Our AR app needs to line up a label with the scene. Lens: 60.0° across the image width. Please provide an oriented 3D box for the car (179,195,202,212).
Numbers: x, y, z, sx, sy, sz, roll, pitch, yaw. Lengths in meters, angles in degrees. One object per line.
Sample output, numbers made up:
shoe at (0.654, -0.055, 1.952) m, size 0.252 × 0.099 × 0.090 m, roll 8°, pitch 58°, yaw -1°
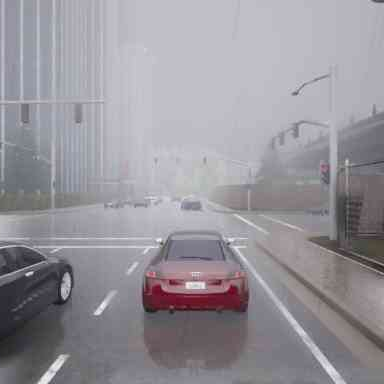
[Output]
car at (-0.044, 1.478, 39.623) m, size 1.882 × 1.535 × 5.008 m, roll -2°, pitch 0°, yaw -8°

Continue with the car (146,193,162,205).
car at (-7.096, 1.221, 58.168) m, size 2.150 × 2.045 × 5.566 m, roll 0°, pitch 0°, yaw 1°

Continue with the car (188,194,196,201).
car at (-0.031, 1.361, 84.694) m, size 1.837 × 1.490 × 4.892 m, roll 0°, pitch 0°, yaw 0°

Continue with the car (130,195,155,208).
car at (-7.106, 1.547, 47.978) m, size 2.033 × 1.411 × 5.357 m, roll 0°, pitch 0°, yaw 0°

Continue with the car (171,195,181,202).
car at (-3.528, 1.495, 74.269) m, size 1.837 × 1.490 × 4.892 m, roll 0°, pitch 0°, yaw 0°

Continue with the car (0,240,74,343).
car at (-3.444, 1.505, 5.222) m, size 1.837 × 1.490 × 4.892 m, roll 0°, pitch 0°, yaw 0°

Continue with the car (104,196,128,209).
car at (-10.609, 1.492, 45.352) m, size 2.128 × 1.511 × 4.902 m, roll 0°, pitch 0°, yaw 0°

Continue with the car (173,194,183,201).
car at (-3.531, 1.386, 84.693) m, size 2.128 × 1.511 × 4.902 m, roll 0°, pitch 0°, yaw 0°

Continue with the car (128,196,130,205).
car at (-10.604, 1.505, 54.596) m, size 1.837 × 1.490 × 4.892 m, roll 0°, pitch 0°, yaw 0°

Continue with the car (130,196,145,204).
car at (-10.556, 1.547, 64.911) m, size 2.033 × 1.411 × 5.357 m, roll 0°, pitch 0°, yaw 1°

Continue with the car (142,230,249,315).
car at (0.069, 1.564, 7.680) m, size 1.994 × 1.385 × 4.181 m, roll 0°, pitch 0°, yaw 0°

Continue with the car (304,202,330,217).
car at (13.661, 1.603, 31.812) m, size 5.357 × 1.411 × 2.033 m, roll 0°, pitch 0°, yaw 0°
